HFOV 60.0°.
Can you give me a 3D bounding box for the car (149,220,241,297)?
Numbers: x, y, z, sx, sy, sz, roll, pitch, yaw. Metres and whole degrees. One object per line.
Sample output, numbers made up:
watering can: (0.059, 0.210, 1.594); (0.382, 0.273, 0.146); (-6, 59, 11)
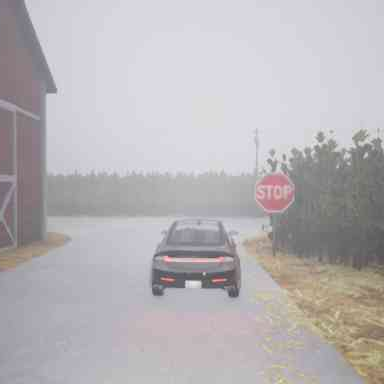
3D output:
car: (0.163, 1.447, 8.462); (2.128, 1.511, 4.902); (0, 0, 3)
